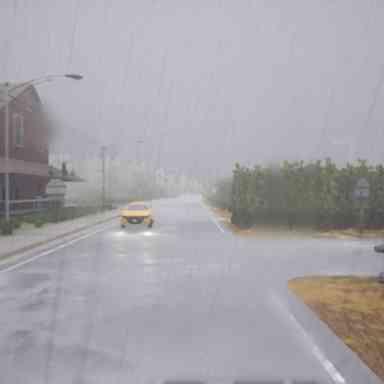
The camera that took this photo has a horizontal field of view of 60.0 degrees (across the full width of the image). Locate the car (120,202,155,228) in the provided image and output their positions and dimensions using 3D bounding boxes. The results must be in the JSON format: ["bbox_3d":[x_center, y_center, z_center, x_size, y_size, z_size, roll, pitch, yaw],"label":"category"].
[{"bbox_3d":[-3.506,1.410,21.955,1.882,1.535,5.008,0,0,-4],"label":"car"}]
